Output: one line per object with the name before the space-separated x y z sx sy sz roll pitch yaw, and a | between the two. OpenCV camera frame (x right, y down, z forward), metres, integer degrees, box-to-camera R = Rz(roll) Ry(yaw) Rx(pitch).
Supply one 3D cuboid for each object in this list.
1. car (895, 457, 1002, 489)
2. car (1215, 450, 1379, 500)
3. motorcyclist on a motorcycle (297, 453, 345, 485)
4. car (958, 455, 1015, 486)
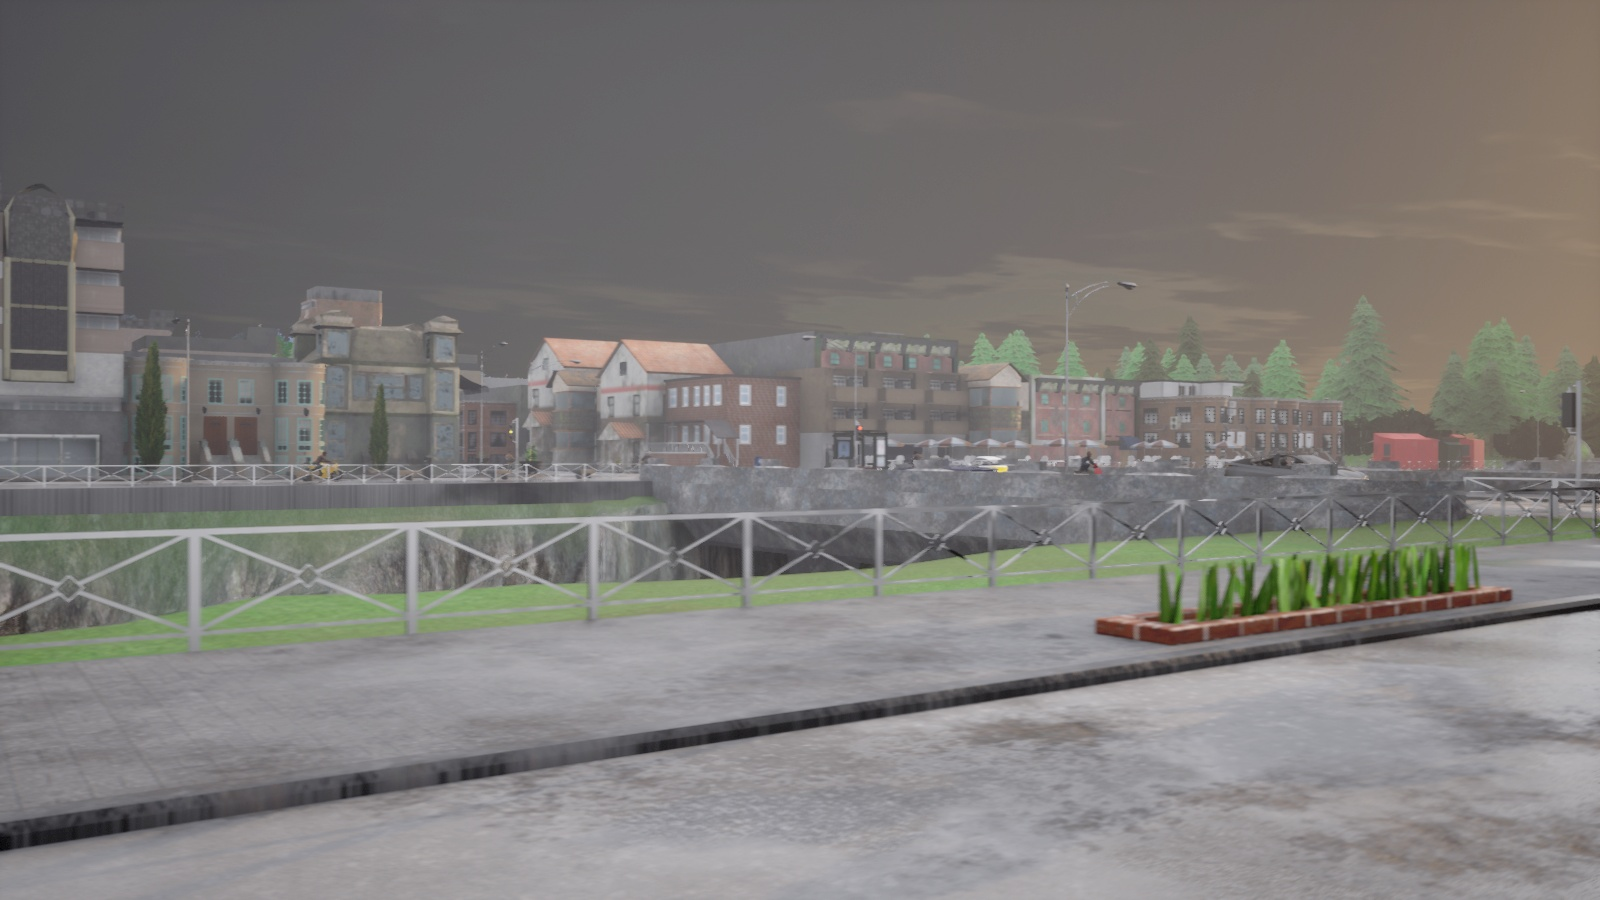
car | 6.299 0.963 53.662 1.895 1.301 4.718 0 0 -35
car | 15.788 0.757 40.110 2.007 1.525 4.514 0 0 -34
motorcyclist on a motorcycle | -23.943 0.934 62.803 2.044 1.523 0.797 -2 1 -35
car | 8.525 0.922 57.465 1.481 1.376 2.207 0 0 -35
